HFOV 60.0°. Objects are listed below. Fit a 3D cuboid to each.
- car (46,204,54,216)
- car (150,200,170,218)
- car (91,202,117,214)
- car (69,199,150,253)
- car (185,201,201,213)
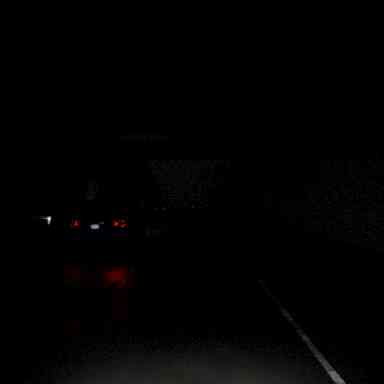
[{"bbox_3d":[-14.038,1.806,35.998,1.994,1.385,4.181,0,0,0],"label":"car"},{"bbox_3d":[-3.350,1.572,32.543,2.097,1.767,4.553,0,0,0],"label":"car"},{"bbox_3d":[-10.533,1.872,40.268,1.895,1.301,4.718,0,0,0],"label":"car"},{"bbox_3d":[-3.378,1.318,14.276,2.150,2.045,5.566,0,0,0],"label":"car"},{"bbox_3d":[0.164,1.830,41.844,2.033,1.411,5.357,0,0,0],"label":"car"}]
